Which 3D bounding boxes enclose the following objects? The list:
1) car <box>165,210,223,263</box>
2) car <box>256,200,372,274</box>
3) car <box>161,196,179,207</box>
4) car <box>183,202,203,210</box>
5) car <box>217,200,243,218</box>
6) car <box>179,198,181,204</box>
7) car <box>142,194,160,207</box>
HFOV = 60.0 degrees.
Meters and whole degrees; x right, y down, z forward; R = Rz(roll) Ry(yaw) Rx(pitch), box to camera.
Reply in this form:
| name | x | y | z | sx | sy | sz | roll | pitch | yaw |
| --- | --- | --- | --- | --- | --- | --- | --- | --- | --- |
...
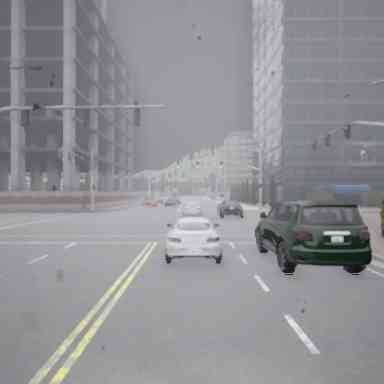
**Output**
| name | x | y | z | sx | sy | sz | roll | pitch | yaw |
| --- | --- | --- | --- | --- | --- | --- | --- | --- | --- |
| car | 0.041 | 1.586 | 12.099 | 1.812 | 1.442 | 4.674 | 0 | 0 | -1 |
| car | 3.586 | 1.275 | 10.861 | 2.150 | 2.045 | 5.566 | 0 | 0 | 0 |
| car | -3.582 | 1.781 | 56.066 | 1.837 | 1.490 | 4.892 | 0 | 0 | 0 |
| car | 0.083 | 1.688 | 32.829 | 1.812 | 1.442 | 4.674 | 0 | 0 | 0 |
| car | 3.582 | 1.510 | 32.070 | 2.097 | 1.767 | 4.553 | 0 | 0 | 0 |
| car | -3.533 | 1.706 | 71.233 | 2.097 | 1.767 | 4.553 | 0 | 0 | 0 |
| car | -7.080 | 1.628 | 56.075 | 2.097 | 1.767 | 4.553 | 0 | 0 | 0 |
